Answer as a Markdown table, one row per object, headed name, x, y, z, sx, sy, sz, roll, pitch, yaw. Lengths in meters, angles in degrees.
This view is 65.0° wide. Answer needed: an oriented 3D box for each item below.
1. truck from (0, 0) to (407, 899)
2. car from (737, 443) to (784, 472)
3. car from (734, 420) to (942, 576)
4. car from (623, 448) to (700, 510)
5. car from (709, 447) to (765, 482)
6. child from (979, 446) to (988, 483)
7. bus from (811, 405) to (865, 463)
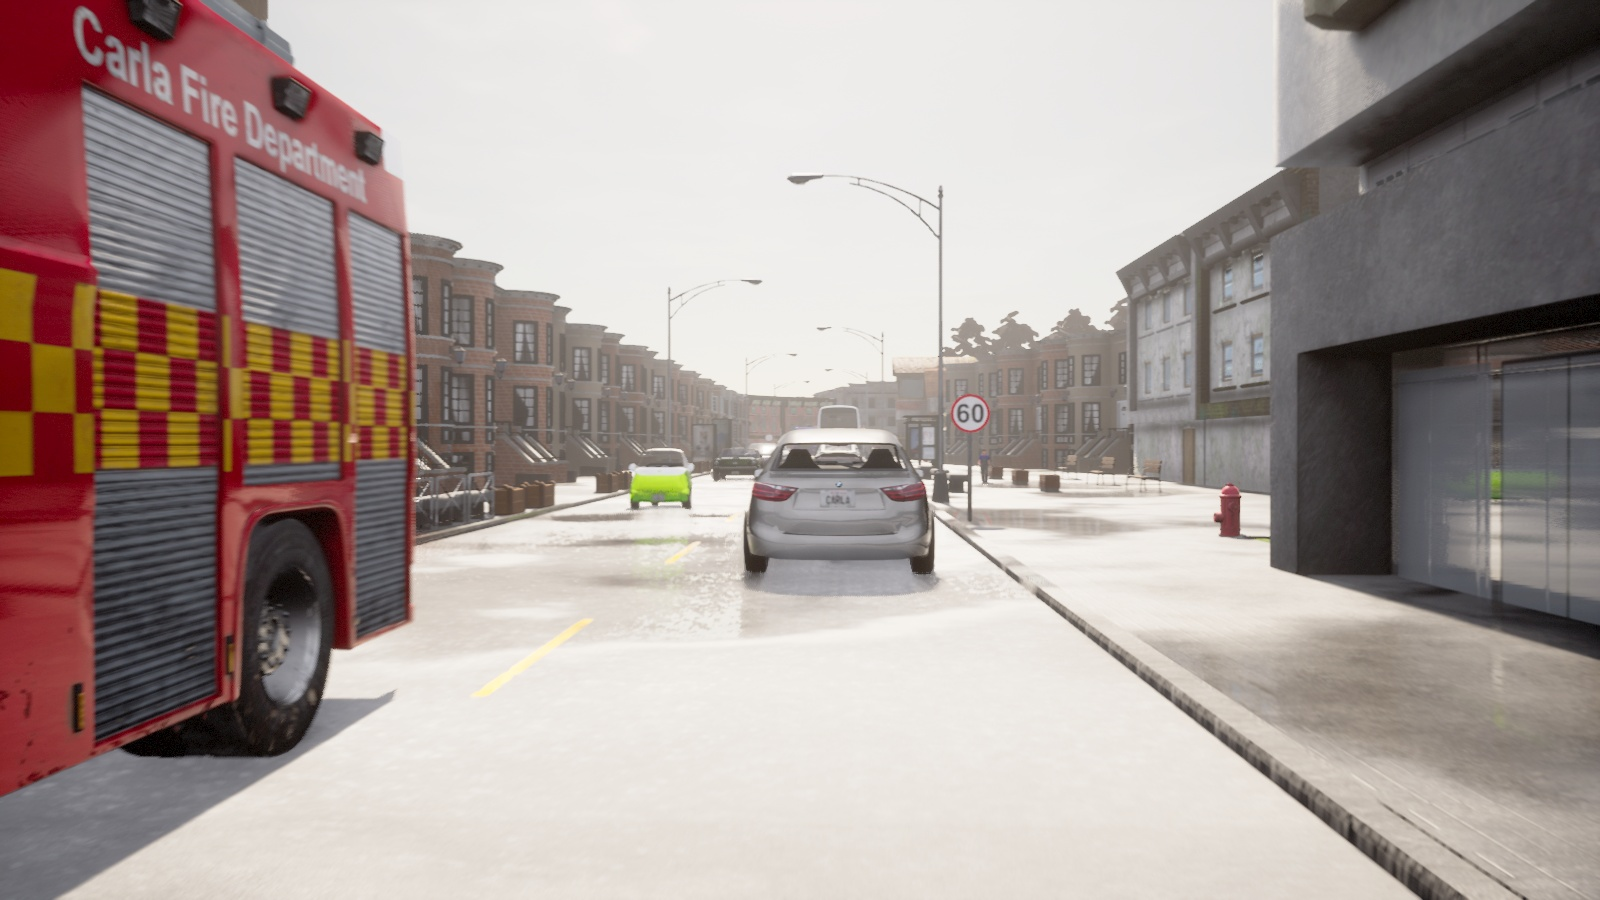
| name | x | y | z | sx | sy | sz | roll | pitch | yaw |
| --- | --- | --- | --- | --- | --- | --- | --- | --- | --- |
| truck | -3.890 | -0.441 | 3.231 | 2.891 | 3.827 | 8.468 | 0 | 0 | 2 |
| car | -2.026 | 0.371 | 66.045 | 2.163 | 1.488 | 4.792 | 0 | 0 | 2 |
| car | 0.475 | 0.502 | 15.833 | 2.242 | 1.667 | 4.611 | 0 | 0 | 2 |
| car | -3.149 | 0.635 | 28.833 | 1.481 | 1.376 | 2.207 | 0 | 0 | 2 |
| car | -2.497 | 0.558 | 50.708 | 1.895 | 1.301 | 4.718 | 0 | 0 | 2 |
| child | 6.259 | 0.501 | 42.823 | 0.270 | 1.263 | 0.437 | 0 | 0 | 10 |
| bus | 2.938 | -1.176 | 97.318 | 3.944 | 4.253 | 10.273 | 0 | 0 | 2 |
